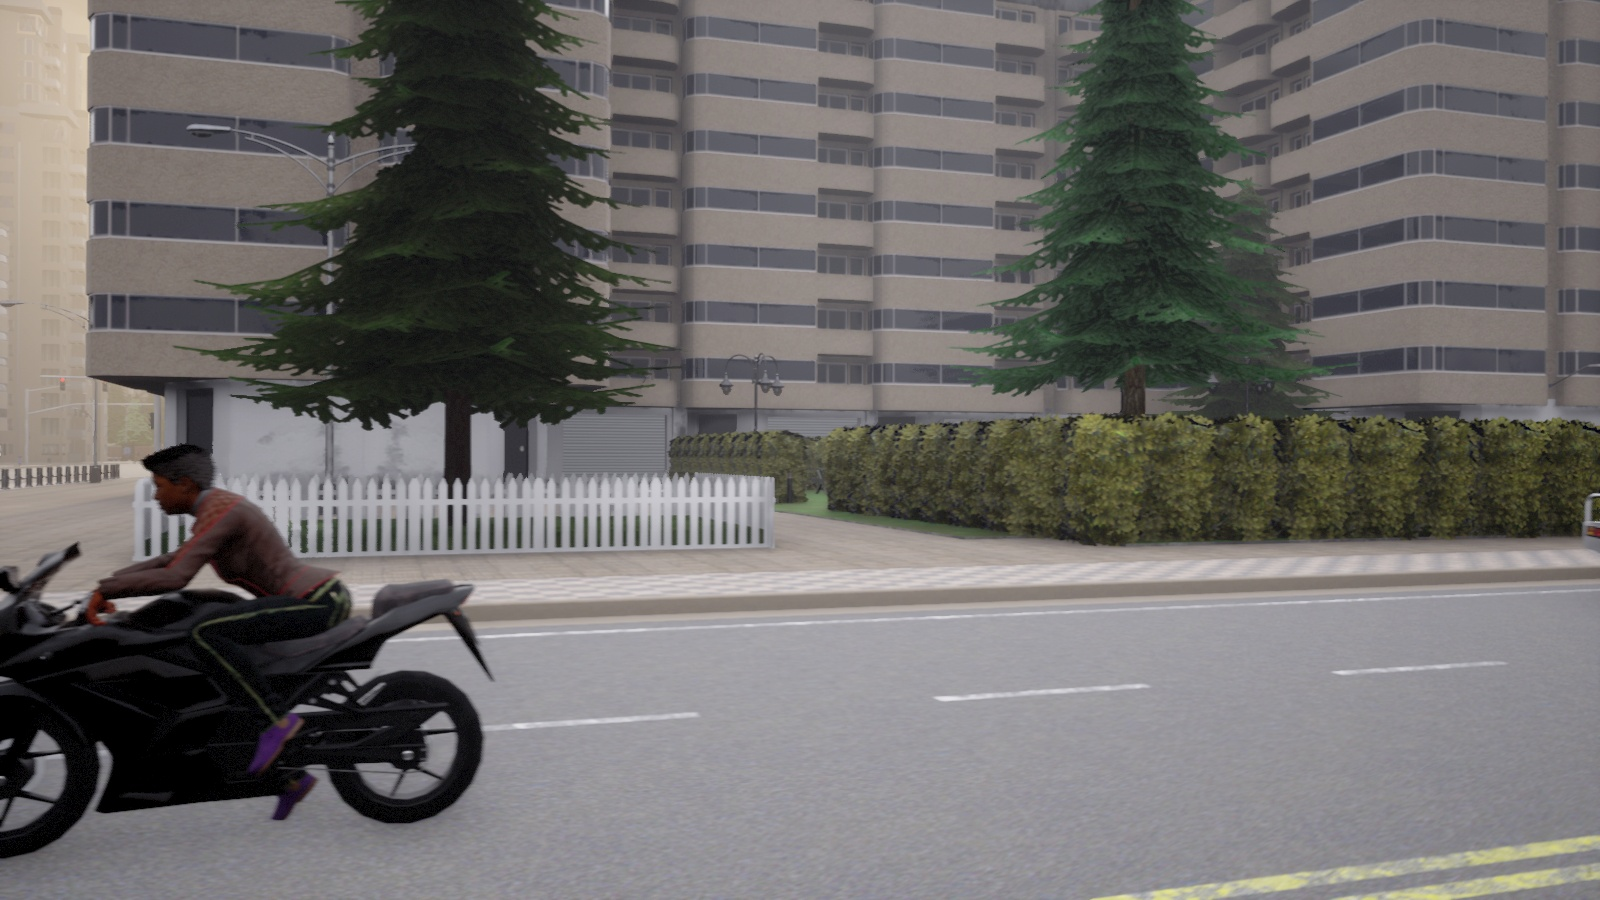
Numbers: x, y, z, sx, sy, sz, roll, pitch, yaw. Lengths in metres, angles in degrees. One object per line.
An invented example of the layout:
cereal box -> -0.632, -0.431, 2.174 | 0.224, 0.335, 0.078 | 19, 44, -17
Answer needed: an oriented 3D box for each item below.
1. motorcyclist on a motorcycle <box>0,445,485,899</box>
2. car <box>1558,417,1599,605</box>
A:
motorcyclist on a motorcycle -> -2.274, 0.745, 4.753 | 2.044, 1.523, 0.797 | 0, 0, -19
car -> 10.230, 0.597, 12.638 | 4.605, 1.855, 1.932 | 0, 0, -19
